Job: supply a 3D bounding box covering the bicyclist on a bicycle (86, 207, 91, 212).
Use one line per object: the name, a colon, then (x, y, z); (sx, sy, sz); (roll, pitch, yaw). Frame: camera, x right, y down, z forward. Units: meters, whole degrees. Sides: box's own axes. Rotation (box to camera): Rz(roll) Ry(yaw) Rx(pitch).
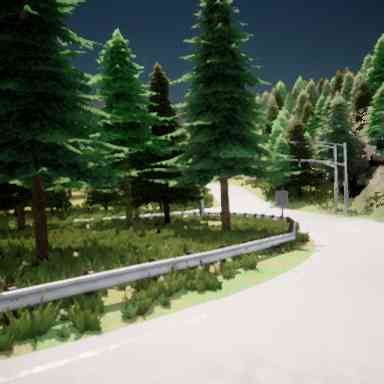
bicyclist on a bicycle: (-13.652, 2.786, 43.901); (0.582, 1.620, 1.656); (-4, -1, -13)
